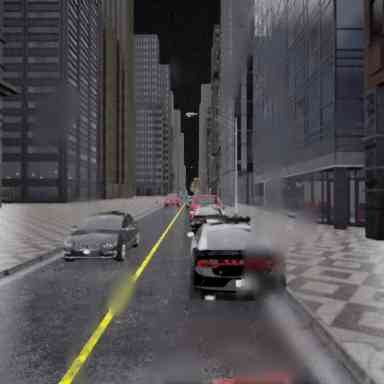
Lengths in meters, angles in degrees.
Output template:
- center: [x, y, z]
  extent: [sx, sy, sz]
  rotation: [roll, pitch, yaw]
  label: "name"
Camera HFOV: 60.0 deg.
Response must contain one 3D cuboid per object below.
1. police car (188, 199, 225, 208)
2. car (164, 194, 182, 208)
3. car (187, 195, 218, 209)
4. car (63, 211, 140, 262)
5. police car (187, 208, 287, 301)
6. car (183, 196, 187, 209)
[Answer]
- center: [0.920, 1.443, 18.510]
  extent: [1.930, 1.638, 5.238]
  rotation: [0, 0, 0]
  label: "police car"
- center: [-3.036, 1.301, 51.313]
  extent: [2.150, 2.045, 5.566]
  rotation: [0, 0, 0]
  label: "car"
- center: [0.927, 1.253, 24.432]
  extent: [2.150, 2.045, 5.566]
  rotation: [0, 0, 0]
  label: "car"
- center: [-3.088, 1.512, 12.190]
  extent: [1.837, 1.490, 4.892]
  rotation: [0, 0, 0]
  label: "car"
- center: [0.908, 1.430, 8.508]
  extent: [1.930, 1.638, 5.238]
  rotation: [0, 0, 0]
  label: "police car"
- center: [0.078, 1.618, 46.879]
  extent: [2.033, 1.411, 5.357]
  rotation: [0, 0, 1]
  label: "car"
